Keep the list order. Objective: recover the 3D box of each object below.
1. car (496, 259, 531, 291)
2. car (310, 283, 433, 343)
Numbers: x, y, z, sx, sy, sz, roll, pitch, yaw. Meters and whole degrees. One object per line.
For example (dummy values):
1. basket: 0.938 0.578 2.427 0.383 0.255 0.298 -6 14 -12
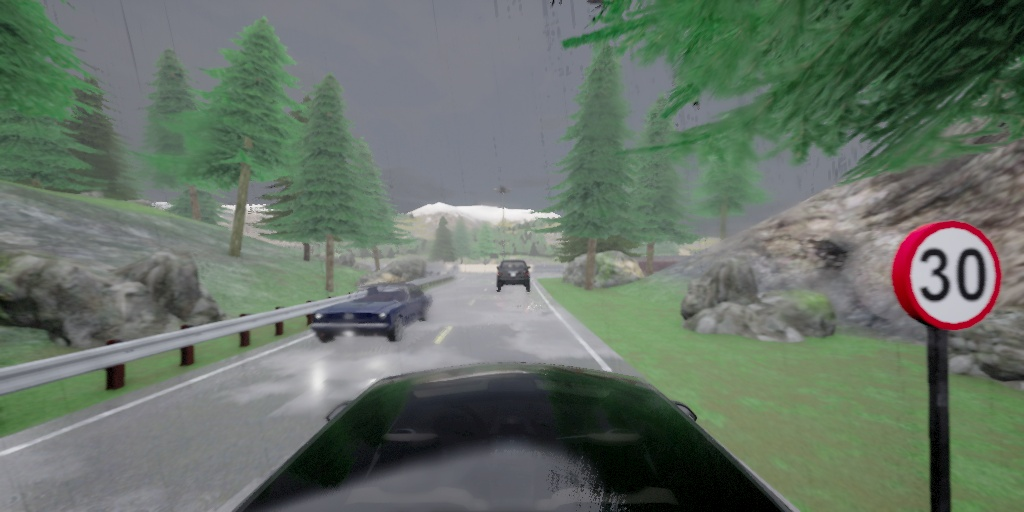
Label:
1. car: 0.111 1.237 24.503 2.150 2.045 5.566 0 0 1
2. car: -3.647 1.462 10.228 1.895 1.301 4.718 0 -1 0
